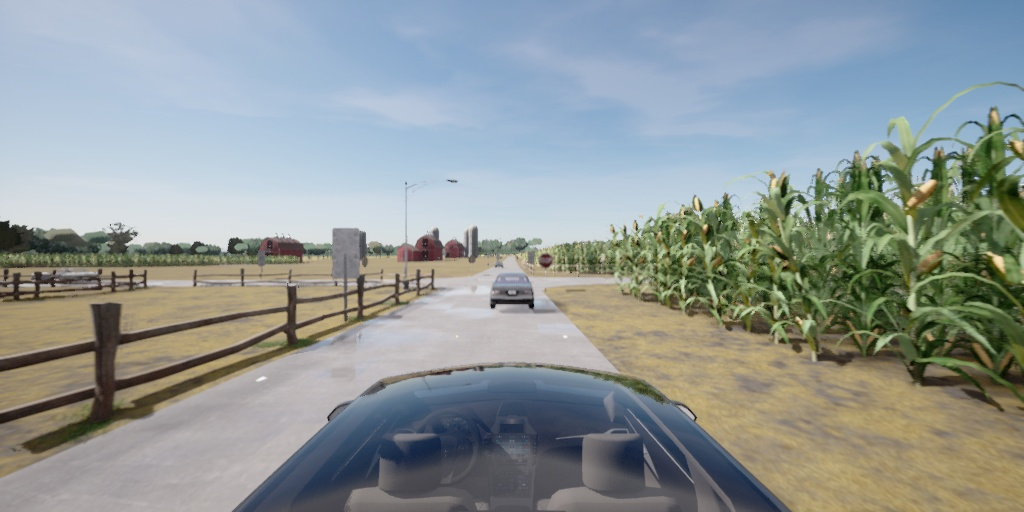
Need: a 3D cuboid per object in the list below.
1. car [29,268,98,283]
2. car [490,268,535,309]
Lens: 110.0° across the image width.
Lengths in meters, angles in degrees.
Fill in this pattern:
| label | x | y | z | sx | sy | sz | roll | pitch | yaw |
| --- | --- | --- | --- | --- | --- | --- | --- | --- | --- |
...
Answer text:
| label | x | y | z | sx | sy | sz | roll | pitch | yaw |
| --- | --- | --- | --- | --- | --- | --- | --- | --- | --- |
| car | -42.095 | 1.822 | 33.818 | 4.718 | 1.301 | 1.895 | 0 | 1 | 0 |
| car | 0.005 | 1.428 | 15.827 | 2.033 | 1.411 | 5.357 | 0 | -1 | 0 |
